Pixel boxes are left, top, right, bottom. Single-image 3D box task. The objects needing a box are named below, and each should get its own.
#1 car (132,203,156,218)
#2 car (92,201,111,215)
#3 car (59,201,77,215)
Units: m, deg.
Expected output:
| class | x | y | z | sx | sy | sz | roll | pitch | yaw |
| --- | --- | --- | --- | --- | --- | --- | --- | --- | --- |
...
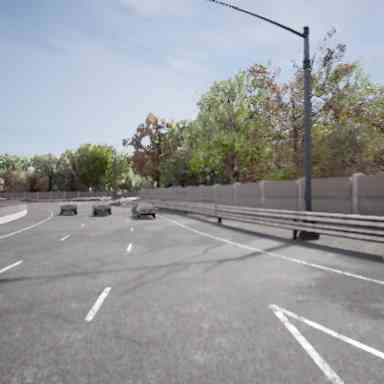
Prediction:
| class | x | y | z | sx | sy | sz | roll | pitch | yaw |
| --- | --- | --- | --- | --- | --- | --- | --- | --- | --- |
| car | -4.819 | 1.792 | 32.902 | 2.033 | 1.411 | 5.357 | 0 | 0 | -17 |
| car | -10.465 | 1.820 | 38.362 | 2.128 | 1.511 | 4.902 | 0 | 0 | -20 |
| car | -14.993 | 1.878 | 40.355 | 2.128 | 1.511 | 4.902 | 0 | 0 | -22 |
